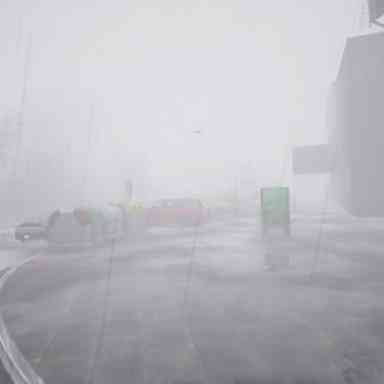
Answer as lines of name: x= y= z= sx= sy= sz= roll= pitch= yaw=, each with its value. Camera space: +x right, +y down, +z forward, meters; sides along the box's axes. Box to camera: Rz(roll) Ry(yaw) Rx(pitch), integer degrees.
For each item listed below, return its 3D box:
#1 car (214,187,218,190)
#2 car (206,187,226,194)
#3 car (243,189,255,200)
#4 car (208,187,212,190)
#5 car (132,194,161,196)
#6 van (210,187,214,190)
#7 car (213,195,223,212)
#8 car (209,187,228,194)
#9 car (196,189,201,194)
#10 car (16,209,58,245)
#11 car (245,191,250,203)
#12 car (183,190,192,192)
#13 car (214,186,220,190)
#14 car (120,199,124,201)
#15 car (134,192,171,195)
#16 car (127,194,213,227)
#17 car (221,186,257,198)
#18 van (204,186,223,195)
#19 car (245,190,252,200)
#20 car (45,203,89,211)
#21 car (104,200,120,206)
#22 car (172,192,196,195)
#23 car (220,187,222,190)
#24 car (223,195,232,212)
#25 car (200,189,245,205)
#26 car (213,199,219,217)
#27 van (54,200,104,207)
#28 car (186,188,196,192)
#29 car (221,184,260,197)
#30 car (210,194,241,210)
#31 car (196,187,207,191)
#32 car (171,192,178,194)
car: x=2.949 y=0.170 z=78.580 sx=4.674 sy=1.452 sz=2.002 roll=-2 pitch=2 yaw=18
car: x=6.388 y=-0.327 z=89.200 sx=4.892 sy=1.521 sz=2.231 roll=-2 pitch=2 yaw=18
car: x=6.523 y=0.807 z=49.711 sx=4.674 sy=1.452 sz=2.002 roll=-2 pitch=2 yaw=18
car: x=1.195 y=0.389 z=73.278 sx=4.792 sy=1.488 sz=2.163 roll=-2 pitch=2 yaw=18
car: x=-7.397 y=1.503 z=46.720 sx=5.008 sy=1.535 sz=2.097 roll=-2 pitch=2 yaw=18
van: x=1.961 y=0.023 z=75.955 sx=4.442 sy=1.987 sz=1.878 roll=-2 pitch=2 yaw=18
car: x=0.100 y=1.486 z=30.047 sx=4.553 sy=1.767 sz=2.185 roll=-2 pitch=2 yaw=18
car: x=7.262 y=-0.442 z=91.852 sx=4.892 sy=1.521 sz=2.231 roll=-2 pitch=2 yaw=18
car: x=-1.392 y=0.733 z=65.316 sx=4.792 sy=1.488 sz=2.163 roll=-2 pitch=2 yaw=18
car: x=-7.877 y=2.029 z=19.009 sx=2.128 sy=1.511 sz=4.902 roll=-2 pitch=0 yaw=9
car: x=4.700 y=1.041 z=43.998 sx=4.792 sy=1.488 sz=2.163 roll=-2 pitch=2 yaw=18
car: x=-3.061 y=0.959 z=59.986 sx=4.792 sy=1.488 sz=2.163 roll=-2 pitch=2 yaw=18
car: x=3.772 y=-0.109 z=81.239 sx=4.553 sy=1.767 sz=2.185 roll=-2 pitch=2 yaw=18
car: x=-9.989 y=1.887 z=38.759 sx=4.674 sy=1.452 sz=2.002 roll=-2 pitch=2 yaw=18
car: x=-6.525 y=1.137 z=49.362 sx=5.566 sy=2.045 sz=2.435 roll=-2 pitch=2 yaw=18
car: x=-1.688 y=1.527 z=24.556 sx=5.566 sy=2.045 sz=2.435 roll=-2 pitch=1 yaw=18
car: x=7.395 y=0.522 z=52.508 sx=4.553 sy=1.767 sz=2.185 roll=-2 pitch=2 yaw=18
van: x=5.632 y=-0.444 z=86.501 sx=4.442 sy=1.987 sz=1.878 roll=-2 pitch=2 yaw=18
car: x=5.577 y=0.932 z=46.801 sx=4.674 sy=1.452 sz=2.002 roll=-2 pitch=2 yaw=18
car: x=-12.575 y=2.159 z=30.779 sx=4.892 sy=1.521 sz=2.231 roll=-2 pitch=1 yaw=18
car: x=-10.856 y=1.963 z=36.108 sx=4.892 sy=1.521 sz=2.231 roll=-2 pitch=2 yaw=18
car: x=-1.342 y=1.197 z=50.538 sx=1.994 sy=1.385 sz=4.181 roll=-2 pitch=2 yaw=18
car: x=4.636 y=-0.095 z=83.769 sx=5.008 sy=1.535 sz=2.097 roll=-2 pitch=2 yaw=18
car: x=0.868 y=1.498 z=32.894 sx=5.366 sy=1.575 sz=1.946 roll=-2 pitch=2 yaw=18
car: x=3.788 y=1.006 z=41.201 sx=4.553 sy=1.767 sz=2.185 roll=-2 pitch=2 yaw=18
car: x=-0.734 y=1.703 z=27.349 sx=5.008 sy=1.535 sz=2.097 roll=-2 pitch=1 yaw=18
van: x=-11.612 y=1.840 z=33.409 sx=4.442 sy=1.987 sz=1.878 roll=-2 pitch=1 yaw=18
car: x=-2.264 y=0.692 z=62.658 sx=4.553 sy=1.767 sz=2.185 roll=-2 pitch=2 yaw=18
car: x=8.314 y=0.279 z=55.159 sx=5.566 sy=2.045 sz=2.435 roll=-2 pitch=2 yaw=18
car: x=2.127 y=1.364 z=35.573 sx=5.366 sy=1.575 sz=1.946 roll=-2 pitch=2 yaw=18
car: x=-0.542 y=0.338 z=67.961 sx=5.566 sy=2.045 sz=2.435 roll=-2 pitch=2 yaw=18
car: x=-4.889 y=1.041 z=54.574 sx=4.553 sy=1.767 sz=2.185 roll=-2 pitch=2 yaw=18
